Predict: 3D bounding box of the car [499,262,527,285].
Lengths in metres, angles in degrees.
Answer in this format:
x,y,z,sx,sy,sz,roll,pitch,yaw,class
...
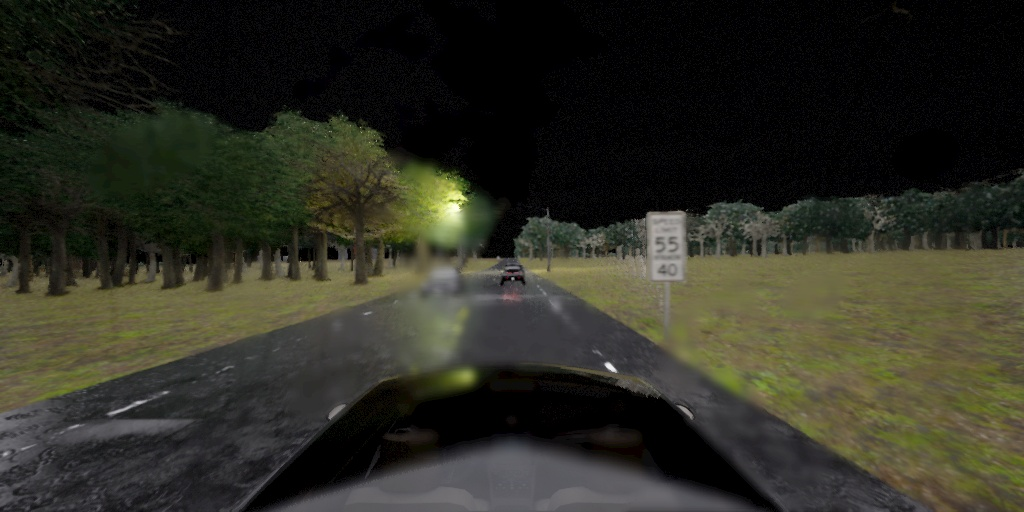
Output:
x,y,z,sx,sy,sz,roll,pitch,yaw,class
0.077,1.396,27.581,1.837,1.490,4.892,-1,-1,1,car

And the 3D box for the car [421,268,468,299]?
x,y,z,sx,sy,sz,roll,pitch,yaw,class
-3.465,1.399,19.152,1.812,1.442,4.674,-1,0,0,car
